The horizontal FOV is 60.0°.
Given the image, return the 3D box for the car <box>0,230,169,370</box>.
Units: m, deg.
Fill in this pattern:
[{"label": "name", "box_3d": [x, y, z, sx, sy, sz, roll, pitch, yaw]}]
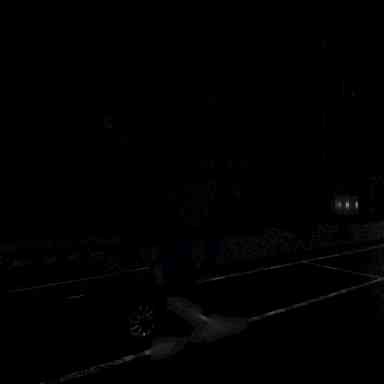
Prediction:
[{"label": "car", "box_3d": [-2.455, 1.440, 4.784, 4.097, 1.590, 1.967, 0, 0, -35]}]
